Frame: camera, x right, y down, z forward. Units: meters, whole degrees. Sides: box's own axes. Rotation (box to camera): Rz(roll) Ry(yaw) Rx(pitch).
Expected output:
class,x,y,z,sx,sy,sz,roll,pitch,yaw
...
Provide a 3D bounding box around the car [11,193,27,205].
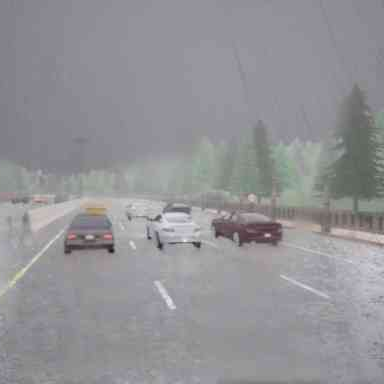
class,x,y,z,sx,sy,sz,roll,pitch,yaw
car,-31.443,1.235,61.173,2.150,2.045,5.566,1,0,-15

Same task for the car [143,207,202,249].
class,x,y,z,sx,sy,sz,roll,pitch,yaw
car,-0.885,1.625,15.053,1.812,1.442,4.674,1,0,-15

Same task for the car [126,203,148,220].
class,x,y,z,sx,sy,sz,roll,pitch,yaw
car,-4.803,1.676,29.469,1.812,1.442,4.674,1,0,-15

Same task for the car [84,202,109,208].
class,x,y,z,sx,sy,sz,roll,pitch,yaw
car,-8.205,1.575,28.650,1.882,1.535,5.008,1,0,-15

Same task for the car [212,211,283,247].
class,x,y,z,sx,sy,sz,roll,pitch,yaw
car,2.457,1.631,16.100,1.882,1.535,5.008,1,0,-16

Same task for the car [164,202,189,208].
class,x,y,z,sx,sy,sz,roll,pitch,yaw
car,-1.444,1.682,30.457,1.882,1.535,5.008,1,0,-15

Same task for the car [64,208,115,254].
class,x,y,z,sx,sy,sz,roll,pitch,yaw
car,-4.151,1.591,13.719,2.033,1.411,5.357,1,0,-16
